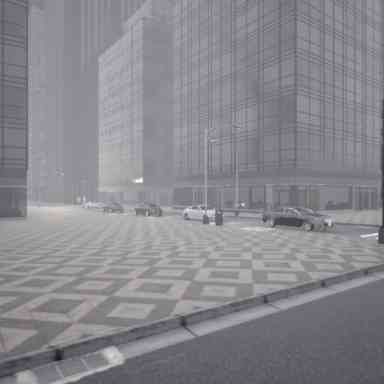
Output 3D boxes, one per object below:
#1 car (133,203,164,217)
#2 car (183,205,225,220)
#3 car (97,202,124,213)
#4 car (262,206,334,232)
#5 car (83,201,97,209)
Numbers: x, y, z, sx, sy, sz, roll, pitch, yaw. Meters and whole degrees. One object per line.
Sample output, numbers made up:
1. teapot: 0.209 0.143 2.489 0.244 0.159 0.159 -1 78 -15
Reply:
1. car: -5.097 2.020 38.286 1.837 1.490 4.892 0 -1 -36
2. car: 0.942 1.882 29.950 1.812 1.442 4.674 0 -1 -36
3. car: -11.165 2.182 46.725 1.837 1.490 4.892 0 -1 -35
4. car: 6.803 1.694 21.849 2.128 1.511 4.902 0 -1 -35
5. car: -19.167 2.491 63.111 1.812 1.442 4.674 0 -1 -36
